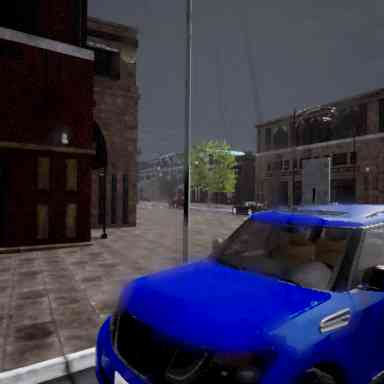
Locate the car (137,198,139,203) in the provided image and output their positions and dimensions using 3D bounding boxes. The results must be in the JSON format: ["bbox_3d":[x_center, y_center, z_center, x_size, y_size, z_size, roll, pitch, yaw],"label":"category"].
[{"bbox_3d":[-12.227,1.671,68.993,1.802,1.307,4.206,1,-1,-27],"label":"car"}]

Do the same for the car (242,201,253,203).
[{"bbox_3d":[5.761,1.628,33.759,2.008,1.369,4.403,1,-1,-27],"label":"car"}]

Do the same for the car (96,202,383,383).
[{"bbox_3d":[1.673,1.222,4.319,5.566,2.045,2.150,0,0,-36],"label":"car"}]

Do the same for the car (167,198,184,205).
[{"bbox_3d":[-2.191,1.627,49.300,1.887,1.381,4.507,1,-1,-27],"label":"car"}]
